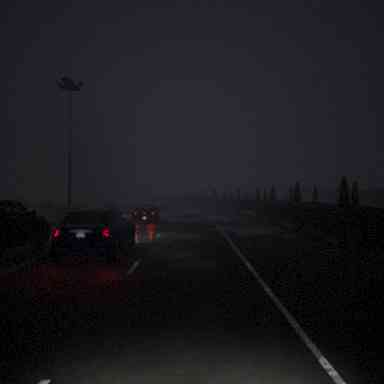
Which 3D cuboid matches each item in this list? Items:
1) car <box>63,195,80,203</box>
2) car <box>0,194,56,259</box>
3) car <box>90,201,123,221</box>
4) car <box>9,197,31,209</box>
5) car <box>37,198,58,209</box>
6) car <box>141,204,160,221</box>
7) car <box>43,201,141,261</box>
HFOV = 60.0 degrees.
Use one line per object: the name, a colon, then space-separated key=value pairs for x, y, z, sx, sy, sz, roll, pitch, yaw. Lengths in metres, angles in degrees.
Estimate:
car: x=-18.071 y=1.571 z=50.519 sx=2.128 sy=1.511 sz=4.902 roll=0 pitch=0 yaw=-16
car: x=-6.968 y=1.242 z=11.497 sx=2.150 sy=2.045 sz=5.566 roll=0 pitch=0 yaw=1
car: x=-7.150 y=1.570 z=28.268 sx=1.812 sy=1.442 sz=4.674 roll=0 pitch=0 yaw=-2
car: x=-24.495 y=1.579 z=47.572 sx=1.837 sy=1.490 sz=4.892 roll=0 pitch=0 yaw=-16
car: x=-21.193 y=1.625 z=48.958 sx=2.033 sy=1.411 sz=5.357 roll=0 pitch=0 yaw=-15
car: x=-3.595 y=1.643 z=26.986 sx=1.895 sy=1.301 sz=4.718 roll=0 pitch=0 yaw=-1
car: x=-3.455 y=1.371 z=12.515 sx=2.097 sy=1.767 sz=4.553 roll=0 pitch=0 yaw=1
